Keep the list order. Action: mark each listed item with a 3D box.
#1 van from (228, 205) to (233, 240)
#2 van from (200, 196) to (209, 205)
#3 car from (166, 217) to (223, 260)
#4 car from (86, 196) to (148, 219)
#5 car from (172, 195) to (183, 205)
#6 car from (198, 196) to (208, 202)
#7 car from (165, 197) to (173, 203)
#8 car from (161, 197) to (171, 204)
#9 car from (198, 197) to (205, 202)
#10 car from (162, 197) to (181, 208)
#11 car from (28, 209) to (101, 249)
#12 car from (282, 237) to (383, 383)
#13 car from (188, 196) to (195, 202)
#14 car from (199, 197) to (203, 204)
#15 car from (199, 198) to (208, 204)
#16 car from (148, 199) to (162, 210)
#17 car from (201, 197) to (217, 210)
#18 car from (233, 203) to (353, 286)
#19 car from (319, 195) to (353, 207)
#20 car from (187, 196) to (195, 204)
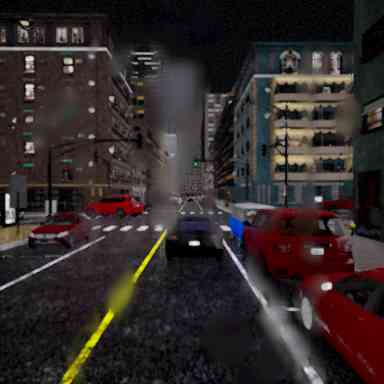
[{"bbox_3d":[2.655,1.414,14.991,1.690,1.788,3.998,0,0,0],"label":"van"},{"bbox_3d":[2.552,1.695,69.478,1.690,1.788,3.998,0,0,0],"label":"van"},{"bbox_3d":[0.078,1.625,12.657,1.994,1.385,4.181,0,0,0],"label":"car"},{"bbox_3d":[-7.268,1.390,30.843,5.566,2.045,2.150,-1,-1,24],"label":"car"},{"bbox_3d":[-3.130,1.570,68.086,2.150,2.045,5.566,0,0,0],"label":"car"},{"bbox_3d":[2.564,1.868,63.954,1.887,1.381,4.507,0,0,0],"label":"car"},{"bbox_3d":[-5.859,2.027,86.044,1.802,1.307,4.206,0,0,0],"label":"car"},{"bbox_3d":[-5.838,1.928,74.998,1.887,1.381,4.507,0,0,0],"label":"car"},{"bbox_3d":[2.510,2.005,91.741,1.752,1.417,4.829,0,0,0],"label":"car"},{"bbox_3d":[-3.169,1.862,52.684,1.895,1.301,4.718,0,0,0],"label":"car"},{"bbox_3d":[-5.724,1.653,14.975,1.802,1.307,4.206,0,0,0],"label":"car"},{"bbox_3d":[2.678,1.564,3.934,1.887,1.381,4.507,0,0,0],"label":"car"},{"bbox_3d":[-0.163,1.761,86.841,1.882,1.535,5.008,0,0,0],"label":"car"},{"bbox_3d":[2.585,1.830,52.907,1.947,1.339,4.313,0,0,0],"label":"car"},{"bbox_3d":[2.543,1.951,75.001,1.947,1.339,4.313,0,0,0],"label":"car"},{"bbox_3d":[-5.786,1.799,47.380,1.947,1.339,4.313,0,0,0],"label":"car"},{"bbox_3d":[2.596,1.817,47.384,1.802,1.307,4.206,0,0,0],"label":"car"},{"bbox_3d":[2.666,1.361,9.464,2.192,1.841,5.009,0,0,0],"label":"car"},{"bbox_3d":[15.695,1.202,34.550,5.009,1.841,2.192,-1,1,-1],"label":"car"},{"bbox_3d":[-0.144,1.909,76.418,2.128,1.511,4.902,0,0,0],"label":"car"}]
